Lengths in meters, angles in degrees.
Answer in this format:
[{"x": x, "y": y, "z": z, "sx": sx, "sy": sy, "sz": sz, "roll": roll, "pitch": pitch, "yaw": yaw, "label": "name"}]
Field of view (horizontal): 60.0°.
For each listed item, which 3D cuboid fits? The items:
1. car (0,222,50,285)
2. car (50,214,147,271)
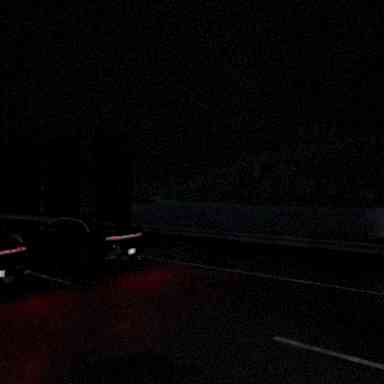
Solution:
[{"x": -5.950, "y": 1.481, "z": 8.236, "sx": 4.902, "sy": 1.511, "sz": 2.128, "roll": 0, "pitch": 0, "yaw": 35, "label": "car"}, {"x": -3.694, "y": 1.482, "z": 10.926, "sx": 4.902, "sy": 1.511, "sz": 2.128, "roll": 0, "pitch": 0, "yaw": 36, "label": "car"}]
